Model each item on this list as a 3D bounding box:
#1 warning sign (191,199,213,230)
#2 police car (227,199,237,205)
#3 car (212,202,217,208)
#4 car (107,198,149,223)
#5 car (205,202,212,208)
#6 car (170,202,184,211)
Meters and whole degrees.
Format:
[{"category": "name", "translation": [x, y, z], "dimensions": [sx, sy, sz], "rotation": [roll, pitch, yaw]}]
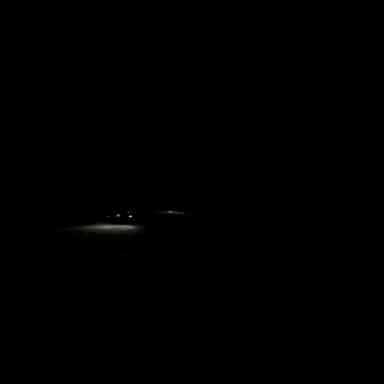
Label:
[{"category": "warning sign", "translation": [0.634, 1.402, 21.200], "dimensions": [1.300, 1.860, 1.060], "rotation": [0, -1, 8]}, {"category": "police car", "translation": [10.562, 2.655, 90.334], "dimensions": [1.930, 1.638, 5.238], "rotation": [1, -1, 12]}, {"category": "car", "translation": [3.436, 2.396, 59.710], "dimensions": [1.895, 1.301, 4.718], "rotation": [1, -1, 10]}, {"category": "car", "translation": [-5.420, 1.533, 29.065], "dimensions": [2.150, 2.045, 5.566], "rotation": [1, -1, 9]}, {"category": "car", "translation": [1.269, 2.100, 47.442], "dimensions": [1.882, 1.535, 5.008], "rotation": [1, 0, 10]}, {"category": "car", "translation": [-1.859, 2.174, 50.605], "dimensions": [2.033, 1.411, 5.357], "rotation": [1, -1, 10]}]
